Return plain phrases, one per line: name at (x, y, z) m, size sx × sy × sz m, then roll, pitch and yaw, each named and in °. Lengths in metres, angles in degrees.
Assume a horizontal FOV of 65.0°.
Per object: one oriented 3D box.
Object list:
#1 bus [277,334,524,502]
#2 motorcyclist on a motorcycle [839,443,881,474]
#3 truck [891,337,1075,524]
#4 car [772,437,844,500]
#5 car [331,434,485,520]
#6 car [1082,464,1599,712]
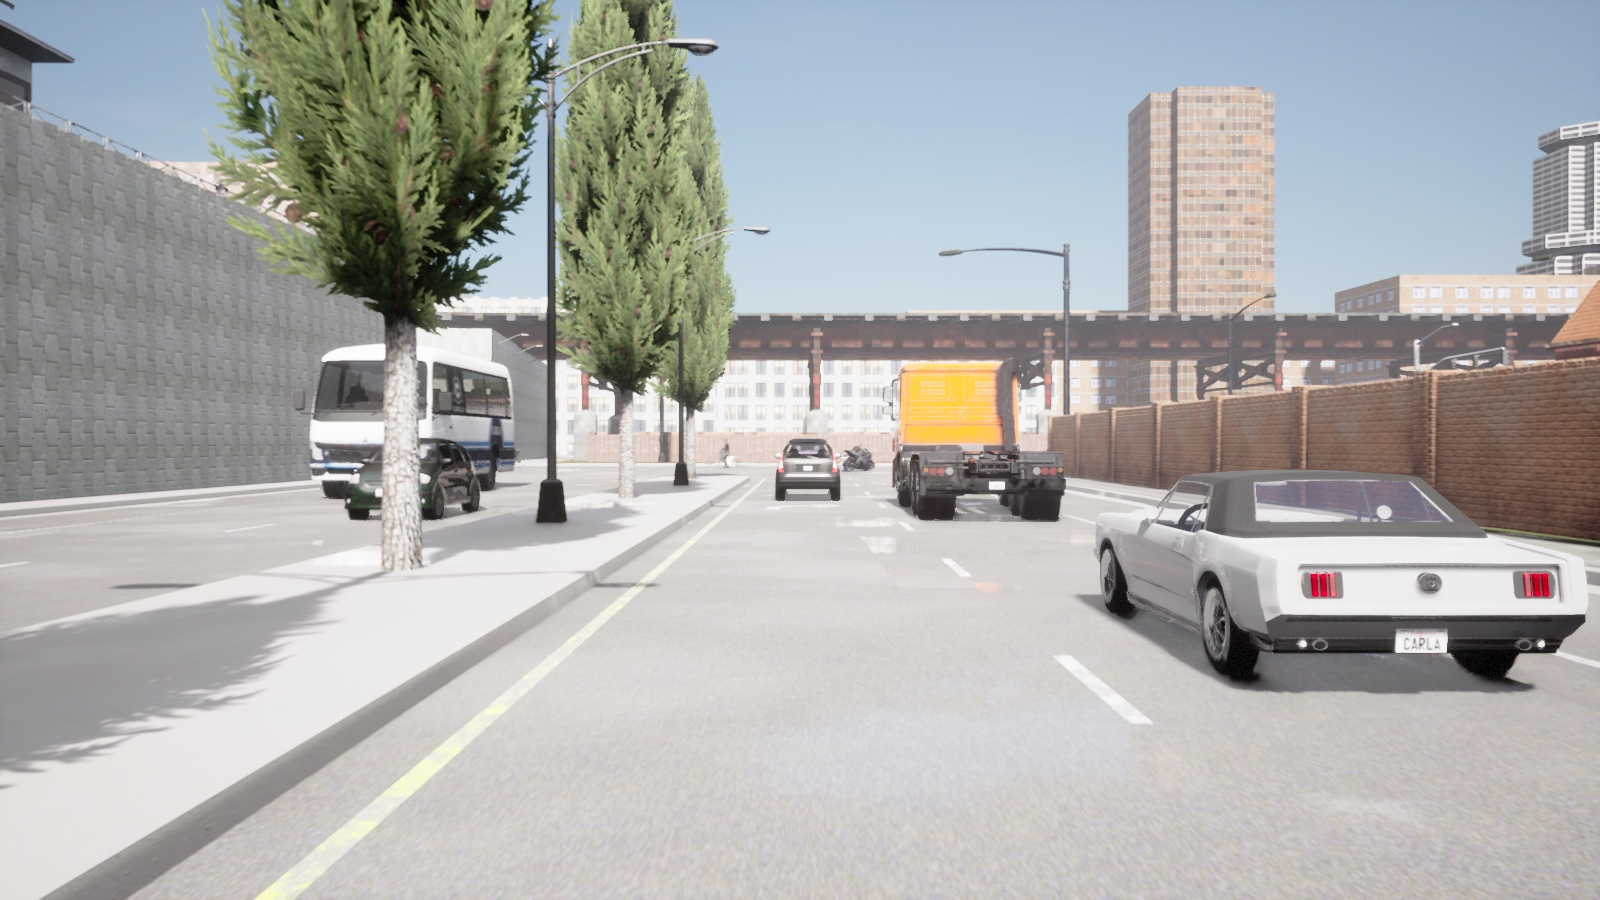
bus at (-11.274, -0.848, 37.002) m, size 3.944 × 4.253 × 10.273 m, roll 0°, pitch 0°, yaw 0°
motorcyclist on a motorcycle at (3.090, 0.419, 64.792) m, size 2.191 × 1.530 × 0.866 m, roll 0°, pitch 2°, yaw -43°
truck at (3.670, -0.386, 27.225) m, size 2.891 × 3.462 × 7.936 m, roll 0°, pitch 0°, yaw 0°
car at (0.211, 0.452, 34.251) m, size 1.851 × 1.617 × 3.988 m, roll 0°, pitch 0°, yaw 0°
car at (-7.839, 0.495, 25.498) m, size 1.851 × 1.617 × 3.988 m, roll 0°, pitch 0°, yaw 0°
car at (3.569, 0.797, 9.371) m, size 1.895 × 1.301 × 4.718 m, roll 0°, pitch 0°, yaw 0°
